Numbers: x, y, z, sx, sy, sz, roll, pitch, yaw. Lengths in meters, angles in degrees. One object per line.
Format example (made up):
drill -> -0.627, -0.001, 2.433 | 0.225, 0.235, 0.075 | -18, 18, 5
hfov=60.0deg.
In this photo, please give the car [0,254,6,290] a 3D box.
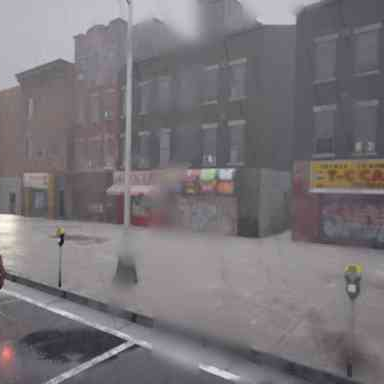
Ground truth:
car -> -5.732, 1.424, 7.058 | 4.674, 1.442, 1.812 | 1, 0, 36
